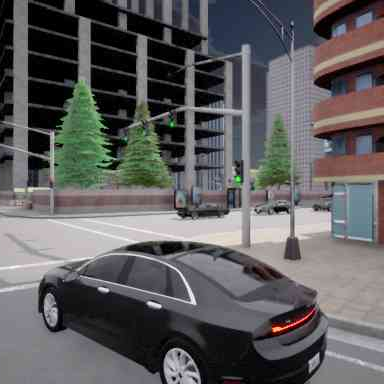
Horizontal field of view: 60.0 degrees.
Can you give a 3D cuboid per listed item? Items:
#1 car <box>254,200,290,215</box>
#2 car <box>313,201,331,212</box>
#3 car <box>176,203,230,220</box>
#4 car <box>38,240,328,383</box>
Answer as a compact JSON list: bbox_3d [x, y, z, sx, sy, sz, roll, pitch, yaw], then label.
[{"bbox_3d":[8.582,1.547,34.515,4.902,1.511,2.128,0,0,-36],"label":"car"},{"bbox_3d":[16.675,1.407,40.274,4.553,1.767,2.097,0,0,-35],"label":"car"},{"bbox_3d":[0.994,1.656,29.092,4.718,1.301,1.895,0,0,-36],"label":"car"},{"bbox_3d":[-0.562,1.505,5.030,4.892,1.490,1.837,0,0,41],"label":"car"}]
